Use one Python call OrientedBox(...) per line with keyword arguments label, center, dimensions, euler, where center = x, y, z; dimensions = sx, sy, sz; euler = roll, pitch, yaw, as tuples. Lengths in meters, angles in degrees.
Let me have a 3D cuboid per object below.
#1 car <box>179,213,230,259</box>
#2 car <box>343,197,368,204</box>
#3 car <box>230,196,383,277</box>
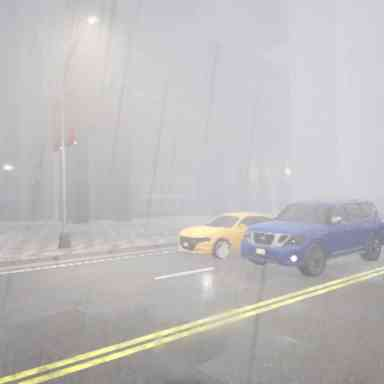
OrientedBox(label="car", center=(1.791, 1.557, 13.107), dimensions=(5.008, 1.535, 1.882), euler=(0, 0, -36))
OrientedBox(label="car", center=(34.358, 1.731, 69.992), dimensions=(1.802, 1.307, 4.206), euler=(-1, 0, -36))
OrientedBox(label="car", center=(4.095, 1.271, 10.774), dimensions=(5.566, 2.045, 2.150), euler=(0, 0, -37))
